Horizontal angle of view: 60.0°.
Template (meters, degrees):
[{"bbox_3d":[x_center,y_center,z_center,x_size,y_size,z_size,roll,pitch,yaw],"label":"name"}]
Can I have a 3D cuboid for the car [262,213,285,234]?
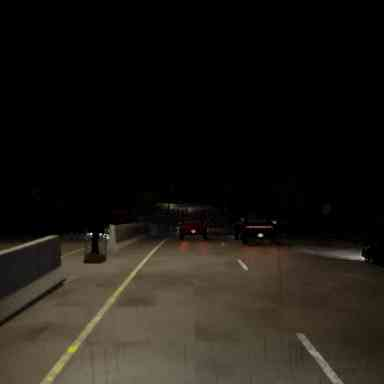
[{"bbox_3d":[7.101,3.042,31.250,2.150,2.045,5.566,0,-7,0],"label":"car"}]

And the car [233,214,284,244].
[{"bbox_3d":[3.600,2.233,19.876,2.128,1.511,4.902,0,-4,0],"label":"car"}]

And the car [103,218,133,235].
[{"bbox_3d":[-7.090,3.475,33.744,2.097,1.767,4.553,0,-7,0],"label":"car"}]

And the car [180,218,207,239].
[{"bbox_3d":[0.100,2.637,24.315,1.812,1.442,4.674,0,-5,0],"label":"car"}]

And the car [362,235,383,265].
[{"bbox_3d":[7.099,1.764,10.264,1.994,1.385,4.181,0,-2,0],"label":"car"}]

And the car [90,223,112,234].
[{"bbox_3d":[-14.045,5.658,51.734,1.882,1.535,5.008,0,-6,1],"label":"car"}]

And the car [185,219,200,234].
[{"bbox_3d":[0.101,5.082,48.972,2.150,2.045,5.566,0,-7,0],"label":"car"}]

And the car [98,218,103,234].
[{"bbox_3d":[-10.577,4.226,41.441,2.150,2.045,5.566,0,-7,0],"label":"car"}]
